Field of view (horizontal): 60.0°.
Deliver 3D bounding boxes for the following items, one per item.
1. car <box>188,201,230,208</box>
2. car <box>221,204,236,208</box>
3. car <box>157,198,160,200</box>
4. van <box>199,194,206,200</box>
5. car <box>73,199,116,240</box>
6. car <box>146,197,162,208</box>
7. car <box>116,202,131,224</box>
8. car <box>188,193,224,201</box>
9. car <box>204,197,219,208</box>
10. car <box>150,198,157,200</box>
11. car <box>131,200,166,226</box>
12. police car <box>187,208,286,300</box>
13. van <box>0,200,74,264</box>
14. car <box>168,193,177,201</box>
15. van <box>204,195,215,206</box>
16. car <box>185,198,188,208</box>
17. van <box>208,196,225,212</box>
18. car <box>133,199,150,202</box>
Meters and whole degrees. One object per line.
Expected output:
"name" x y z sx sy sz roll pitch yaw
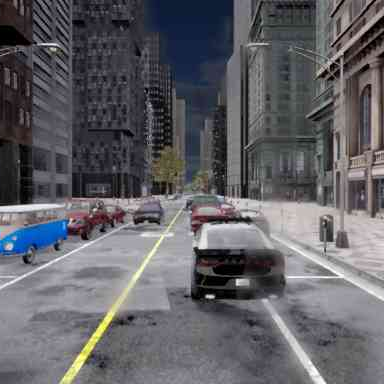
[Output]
"car" 0.871 1.479 18.458 1.882 1.535 5.008 0 0 -1
"car" 2.813 1.552 17.000 2.008 1.369 4.403 0 0 0
"car" -5.669 1.548 44.663 1.887 1.381 4.507 0 0 0
"van" 2.990 1.375 93.660 1.690 1.788 3.998 0 0 0
"car" -5.728 1.316 17.036 2.192 1.841 5.009 0 0 0
"car" -5.657 1.550 50.189 1.887 1.381 4.507 0 0 0
"car" -5.717 1.546 22.562 1.887 1.381 4.507 0 0 0
"car" 0.958 1.226 24.499 2.150 2.045 5.566 0 0 0
"car" 2.898 1.550 50.150 1.887 1.381 4.507 0 0 0
"car" -5.681 1.548 39.138 1.887 1.381 4.507 0 0 0
"car" -2.943 1.549 23.979 2.033 1.411 5.357 0 0 0
"police car" 0.920 1.426 8.578 1.930 1.638 5.238 0 0 0
"van" -5.740 1.342 11.511 1.690 1.788 3.998 0 0 0
"car" -5.555 1.554 88.112 1.752 1.417 4.829 0 0 0
"van" 2.913 1.348 55.675 1.690 1.788 3.998 0 0 0
"car" 0.143 1.509 47.417 1.837 1.490 4.892 0 0 1
"van" 2.871 1.344 39.101 1.690 1.788 3.998 0 0 0
"car" -5.693 1.528 33.443 1.752 1.417 4.829 0 0 0
